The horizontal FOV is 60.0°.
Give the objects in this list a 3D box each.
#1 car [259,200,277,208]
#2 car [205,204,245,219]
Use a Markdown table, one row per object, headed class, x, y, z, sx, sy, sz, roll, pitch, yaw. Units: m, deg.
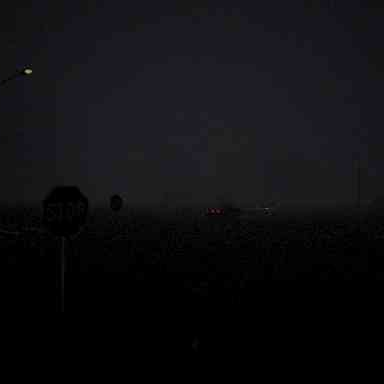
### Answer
| class | x | y | z | sx | sy | sz | roll | pitch | yaw |
| --- | --- | --- | --- | --- | --- | --- | --- | --- | --- |
| car | 13.884 | 2.130 | 60.468 | 1.882 | 1.535 | 5.008 | 1 | 1 | 36 |
| car | 3.446 | 1.930 | 34.040 | 2.033 | 1.411 | 5.357 | 1 | 0 | 36 |
